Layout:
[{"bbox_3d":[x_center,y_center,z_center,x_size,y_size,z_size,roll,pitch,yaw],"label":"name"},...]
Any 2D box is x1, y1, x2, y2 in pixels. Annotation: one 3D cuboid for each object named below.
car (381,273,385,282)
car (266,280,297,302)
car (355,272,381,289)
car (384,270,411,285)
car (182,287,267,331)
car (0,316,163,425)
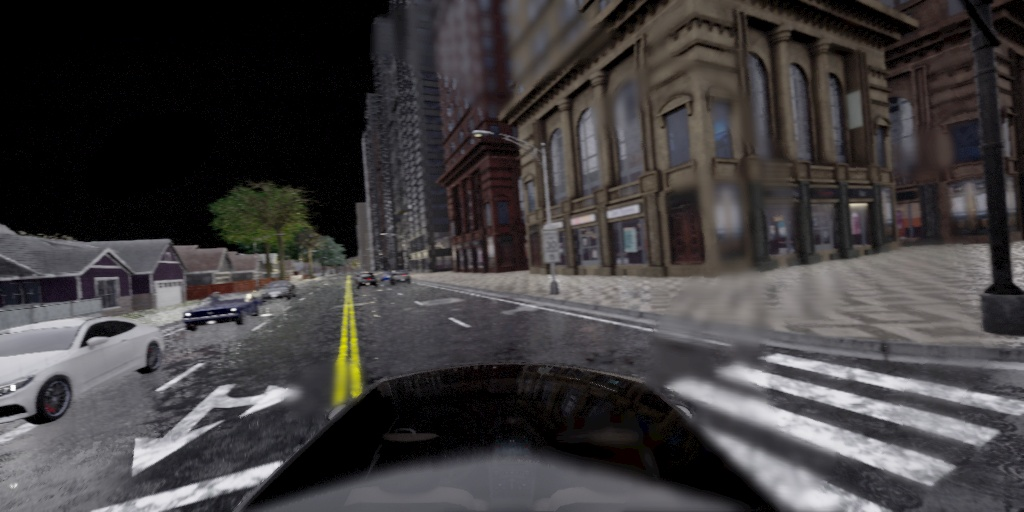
[{"bbox_3d":[-16.937,2.729,49.001,1.994,1.385,4.181,-4,0,-24],"label":"car"},{"bbox_3d":[-18.455,2.736,28.561,2.128,1.511,4.902,-4,0,-24],"label":"car"},{"bbox_3d":[-14.849,2.484,36.612,1.837,1.490,4.892,-4,0,-24],"label":"car"},{"bbox_3d":[-11.875,2.237,37.878,2.128,1.511,4.902,-4,0,-24],"label":"car"},{"bbox_3d":[-12.854,2.385,16.209,1.895,1.301,4.718,-4,0,-25],"label":"car"},{"bbox_3d":[-8.517,1.950,6.653,1.812,1.442,4.674,-4,0,-23],"label":"car"}]
